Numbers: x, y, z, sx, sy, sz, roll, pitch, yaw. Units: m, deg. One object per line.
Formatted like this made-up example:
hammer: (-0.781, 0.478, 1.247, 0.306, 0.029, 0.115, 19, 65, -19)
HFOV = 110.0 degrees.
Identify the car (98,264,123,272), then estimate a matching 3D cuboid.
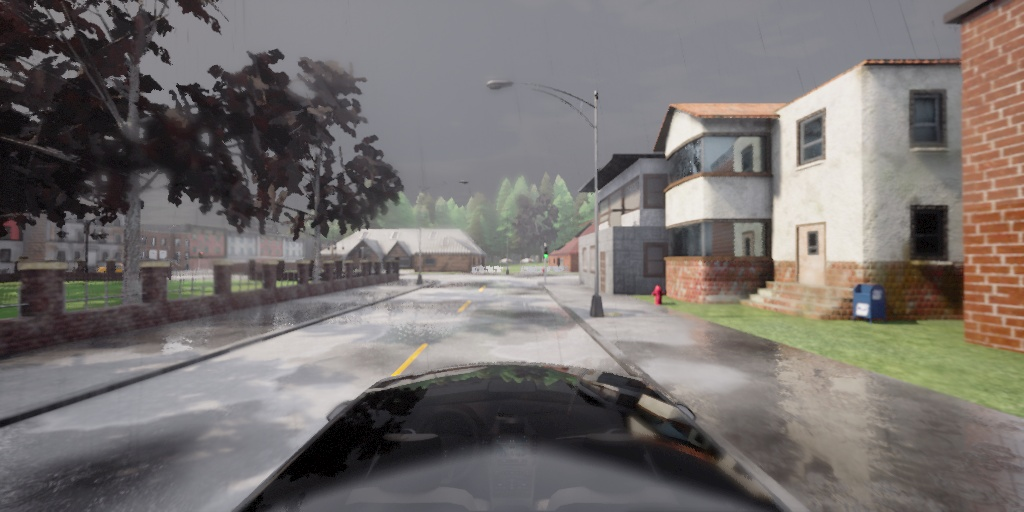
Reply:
car: (-40.858, 1.571, 38.163, 5.008, 1.535, 1.882, 0, -1, 0)
